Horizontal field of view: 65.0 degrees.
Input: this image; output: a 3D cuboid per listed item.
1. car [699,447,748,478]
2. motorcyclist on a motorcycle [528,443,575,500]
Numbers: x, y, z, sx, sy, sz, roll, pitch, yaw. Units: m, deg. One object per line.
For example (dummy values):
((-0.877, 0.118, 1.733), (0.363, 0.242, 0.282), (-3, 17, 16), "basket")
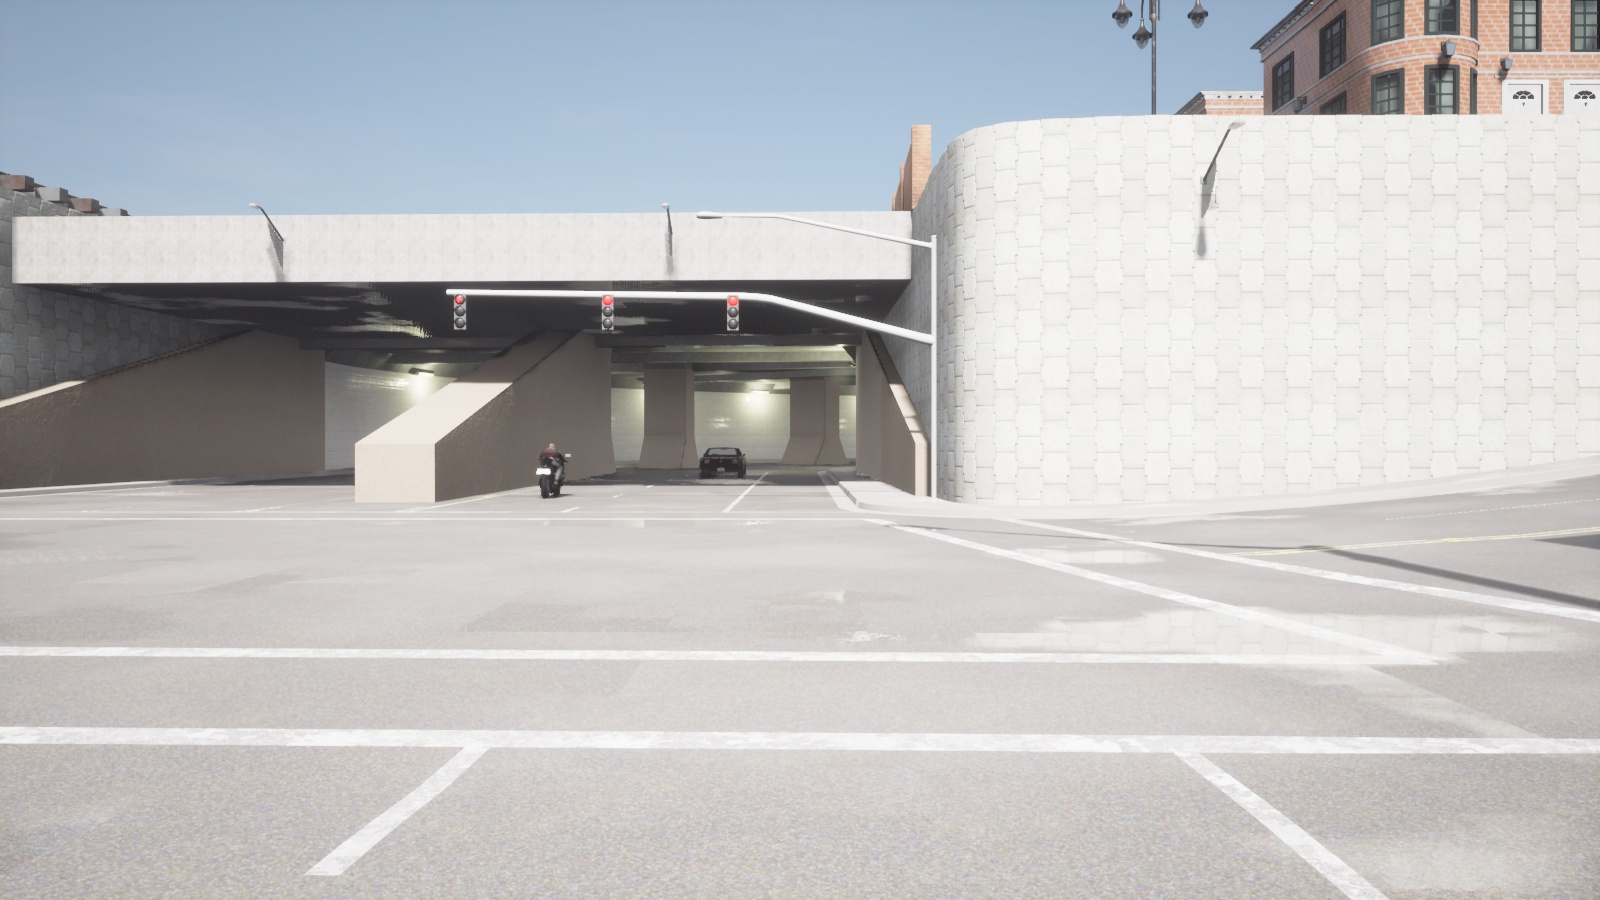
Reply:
((-3.388, 0.526, 56.190), (1.895, 1.301, 4.718), (0, 0, 0), "car")
((-6.866, 0.579, 34.778), (0.866, 1.530, 2.191), (0, 0, 0), "motorcyclist on a motorcycle")
